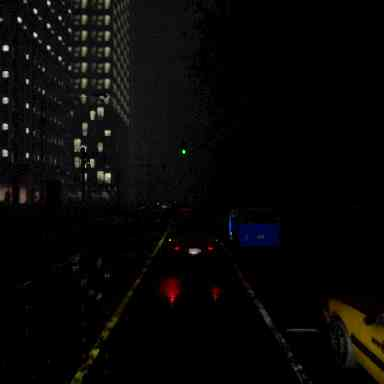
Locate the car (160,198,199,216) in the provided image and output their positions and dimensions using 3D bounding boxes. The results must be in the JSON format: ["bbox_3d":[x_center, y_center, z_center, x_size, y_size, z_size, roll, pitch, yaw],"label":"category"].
[{"bbox_3d":[-1.209,1.640,29.522,1.882,1.535,5.008,1,0,-16],"label":"car"}]

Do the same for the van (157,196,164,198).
[{"bbox_3d":[-6.940,1.745,73.768,1.690,1.788,3.998,0,0,-2],"label":"van"}]

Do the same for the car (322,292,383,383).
[{"bbox_3d":[2.705,1.543,2.934,1.752,1.417,4.829,0,0,0],"label":"car"}]

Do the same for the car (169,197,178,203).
[{"bbox_3d":[-4.452,1.983,79.276,1.994,1.385,4.181,0,0,-2],"label":"car"}]

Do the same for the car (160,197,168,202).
[{"bbox_3d":[-7.664,2.029,90.394,1.887,1.381,4.507,0,0,-3],"label":"car"}]

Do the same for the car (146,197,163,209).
[{"bbox_3d":[-6.052,1.841,51.600,2.008,1.369,4.403,0,0,-1],"label":"car"}]

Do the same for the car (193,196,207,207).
[{"bbox_3d":[1.653,1.846,57.724,1.752,1.417,4.829,0,0,-2],"label":"car"}]

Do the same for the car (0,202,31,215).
[{"bbox_3d":[-18.380,1.590,32.174,4.206,1.307,1.802,1,-1,3],"label":"car"}]

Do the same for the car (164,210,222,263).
[{"bbox_3d":[0.041,1.598,12.207,1.812,1.442,4.674,0,0,0],"label":"car"}]

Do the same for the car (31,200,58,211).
[{"bbox_3d":[-18.390,1.615,40.287,4.206,1.307,1.802,1,-1,3],"label":"car"}]

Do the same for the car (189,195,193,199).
[{"bbox_3d":[0.842,1.958,79.887,1.752,1.417,4.829,0,0,-3],"label":"car"}]

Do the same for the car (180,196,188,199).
[{"bbox_3d":[-1.835,2.033,82.464,1.895,1.301,4.718,0,0,-3],"label":"car"}]

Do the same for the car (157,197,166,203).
[{"bbox_3d":[-7.166,1.976,79.309,1.887,1.381,4.507,0,0,-2],"label":"car"}]

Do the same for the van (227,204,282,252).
[{"bbox_3d":[2.502,1.424,14.013,1.690,1.788,3.998,0,0,-1],"label":"van"}]

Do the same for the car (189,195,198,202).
[{"bbox_3d":[0.350,1.800,90.804,2.192,1.841,5.009,0,0,-3],"label":"car"}]

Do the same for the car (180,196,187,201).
[{"bbox_3d":[-2.297,1.804,92.438,1.882,1.535,5.008,0,0,-3],"label":"car"}]

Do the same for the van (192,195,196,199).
[{"bbox_3d":[1.479,1.690,63.097,1.690,1.788,3.998,0,0,-2],"label":"van"}]
